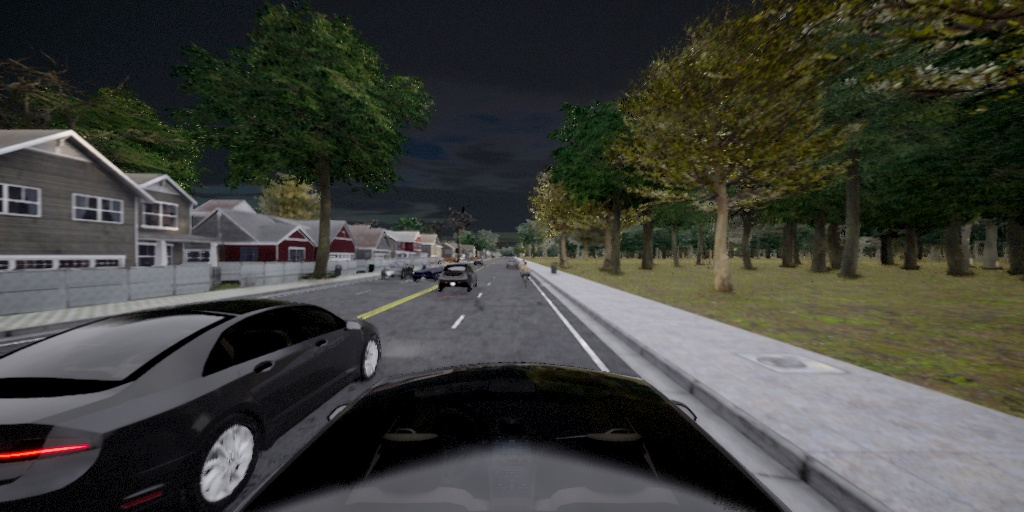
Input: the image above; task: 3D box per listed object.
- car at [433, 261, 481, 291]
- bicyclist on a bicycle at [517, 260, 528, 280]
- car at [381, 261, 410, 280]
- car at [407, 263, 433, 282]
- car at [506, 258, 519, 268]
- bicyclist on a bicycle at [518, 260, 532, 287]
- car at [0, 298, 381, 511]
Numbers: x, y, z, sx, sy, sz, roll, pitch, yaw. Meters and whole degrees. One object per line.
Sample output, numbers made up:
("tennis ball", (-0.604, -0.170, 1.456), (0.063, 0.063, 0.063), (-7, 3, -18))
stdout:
("car", (-3.146, 1.240, 21.467), (1.837, 1.490, 4.892), (0, 0, 0))
("bicyclist on a bicycle", (0.905, 1.165, 30.757), (0.866, 1.612, 1.509), (0, 0, 0))
("car", (-9.841, 1.219, 31.214), (2.128, 1.511, 4.902), (0, 0, 0))
("car", (-6.595, 1.330, 28.812), (1.895, 1.301, 4.718), (0, 0, 0))
("car", (0.060, 1.212, 57.513), (2.128, 1.511, 4.902), (0, 0, 0))
("bicyclist on a bicycle", (0.866, 1.171, 22.578), (0.866, 1.612, 1.509), (0, 0, 0))
("car", (-3.147, 1.253, 4.238), (1.837, 1.490, 4.892), (0, 0, 0))
